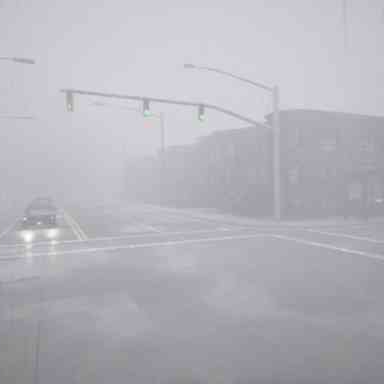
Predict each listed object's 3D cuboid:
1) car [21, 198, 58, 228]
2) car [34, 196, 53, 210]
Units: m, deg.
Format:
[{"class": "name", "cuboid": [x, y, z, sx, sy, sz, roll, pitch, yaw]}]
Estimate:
[{"class": "car", "cuboid": [-9.611, 1.352, 21.082, 2.033, 1.411, 5.357, -1, 1, -23]}, {"class": "car", "cuboid": [-17.459, 1.239, 39.145, 1.895, 1.301, 4.718, -1, 1, -23]}]
